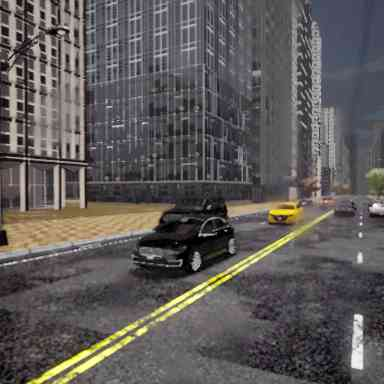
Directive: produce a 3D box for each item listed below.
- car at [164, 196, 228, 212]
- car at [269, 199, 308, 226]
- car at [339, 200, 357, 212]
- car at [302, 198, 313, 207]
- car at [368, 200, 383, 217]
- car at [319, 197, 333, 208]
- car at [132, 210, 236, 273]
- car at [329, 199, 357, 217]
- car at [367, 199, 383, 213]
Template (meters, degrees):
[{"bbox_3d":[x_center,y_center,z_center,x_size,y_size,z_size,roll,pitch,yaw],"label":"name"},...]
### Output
[{"bbox_3d":[0.302,1.276,18.791,2.150,2.045,5.566,0,0,27],"label":"car"},{"bbox_3d":[7.190,1.584,25.135,1.882,1.535,5.008,0,0,27],"label":"car"},{"bbox_3d":[20.326,1.785,43.294,1.994,1.385,4.181,0,0,28],"label":"car"},{"bbox_3d":[18.850,1.740,55.079,2.128,1.511,4.902,0,0,27],"label":"car"},{"bbox_3d":[18.855,1.786,33.349,1.895,1.301,4.718,0,0,28],"label":"car"},{"bbox_3d":[21.872,1.611,53.848,2.097,1.767,4.553,0,0,27],"label":"car"},{"bbox_3d":[-0.006,1.538,11.040,1.837,1.490,4.892,0,-1,27],"label":"car"},{"bbox_3d":[15.713,1.721,34.222,2.033,1.411,5.357,0,0,27],"label":"car"},{"bbox_3d":[23.523,1.726,42.484,2.128,1.511,4.902,0,0,28],"label":"car"}]
